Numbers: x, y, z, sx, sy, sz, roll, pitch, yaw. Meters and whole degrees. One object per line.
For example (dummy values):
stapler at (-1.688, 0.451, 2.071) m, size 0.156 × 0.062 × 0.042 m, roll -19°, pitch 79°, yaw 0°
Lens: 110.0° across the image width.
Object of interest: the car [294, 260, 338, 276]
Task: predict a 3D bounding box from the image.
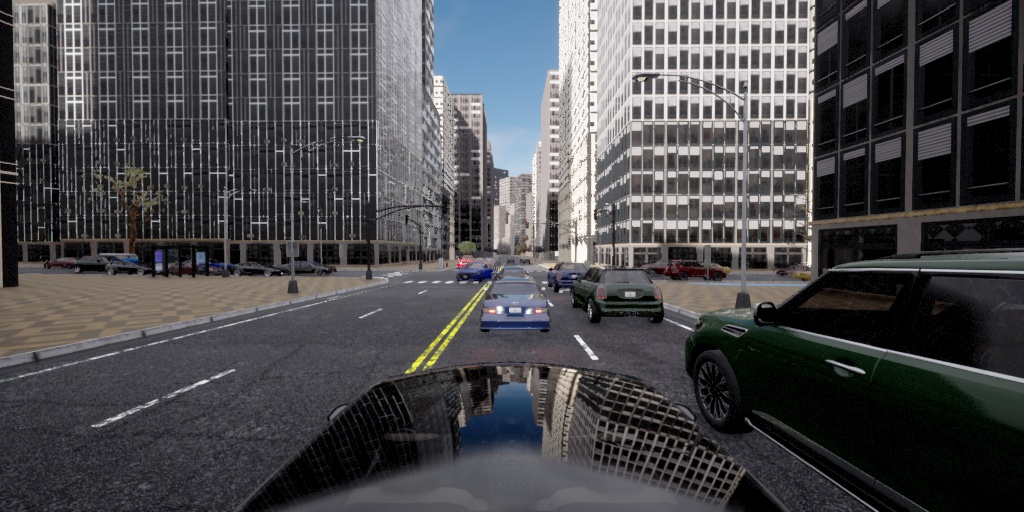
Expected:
car at (-19.989, 1.136, 34.856) m, size 5.357 × 1.411 × 2.033 m, roll 1°, pitch 1°, yaw 1°

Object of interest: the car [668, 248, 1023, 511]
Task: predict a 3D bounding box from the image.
car at (3.345, 0.971, 2.371) m, size 2.150 × 2.045 × 5.566 m, roll 0°, pitch 0°, yaw 0°

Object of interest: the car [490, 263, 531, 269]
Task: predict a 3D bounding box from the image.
car at (0.055, 1.304, 20.014) m, size 1.994 × 1.385 × 4.181 m, roll 0°, pitch 0°, yaw 0°

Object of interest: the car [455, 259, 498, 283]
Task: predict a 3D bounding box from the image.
car at (-2.819, 1.245, 27.825) m, size 1.882 × 1.535 × 5.008 m, roll -1°, pitch -1°, yaw 12°

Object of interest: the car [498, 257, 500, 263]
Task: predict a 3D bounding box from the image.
car at (-3.471, 1.231, 60.053) m, size 1.812 × 1.442 × 4.674 m, roll 0°, pitch 0°, yaw 0°

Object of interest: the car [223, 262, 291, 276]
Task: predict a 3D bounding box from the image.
car at (-22.804, 1.173, 32.199) m, size 4.313 × 1.339 × 1.948 m, roll 0°, pitch 0°, yaw 1°

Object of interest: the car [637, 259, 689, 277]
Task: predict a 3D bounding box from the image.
car at (15.752, 1.209, 37.563) m, size 4.553 × 1.767 × 2.097 m, roll 1°, pitch 1°, yaw 1°

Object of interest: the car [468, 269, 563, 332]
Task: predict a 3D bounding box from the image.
car at (0.080, 1.293, 10.771) m, size 2.033 × 1.411 × 5.357 m, roll 0°, pitch 0°, yaw 0°

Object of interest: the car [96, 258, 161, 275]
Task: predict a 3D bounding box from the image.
car at (-34.170, 1.069, 32.478) m, size 4.313 × 1.339 × 1.948 m, roll 0°, pitch 0°, yaw 1°

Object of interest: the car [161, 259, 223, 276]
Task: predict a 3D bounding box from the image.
car at (-28.489, 1.137, 32.318) m, size 4.207 × 1.307 × 1.802 m, roll 0°, pitch 0°, yaw 1°

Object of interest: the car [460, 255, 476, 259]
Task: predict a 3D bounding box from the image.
car at (-6.713, 0.935, 53.353) m, size 2.150 × 2.045 × 5.566 m, roll 0°, pitch 0°, yaw 0°

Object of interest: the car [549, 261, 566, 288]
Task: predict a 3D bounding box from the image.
car at (3.303, 1.092, 21.082) m, size 2.097 × 1.767 × 4.553 m, roll 0°, pitch 0°, yaw 0°

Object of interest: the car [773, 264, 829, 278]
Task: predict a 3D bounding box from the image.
car at (30.051, 1.547, 37.335) m, size 4.181 × 1.385 × 1.994 m, roll 1°, pitch 1°, yaw 1°

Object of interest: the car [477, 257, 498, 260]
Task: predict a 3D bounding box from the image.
car at (-3.432, 1.068, 51.209) m, size 2.097 × 1.767 × 4.553 m, roll 0°, pitch 0°, yaw -1°

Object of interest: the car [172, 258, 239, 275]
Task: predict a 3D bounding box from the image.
car at (-29.850, 0.977, 35.034) m, size 5.008 × 1.535 × 1.882 m, roll 1°, pitch 1°, yaw 1°

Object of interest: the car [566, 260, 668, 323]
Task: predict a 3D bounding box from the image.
car at (3.325, 1.097, 12.217) m, size 2.097 × 1.767 × 4.553 m, roll 0°, pitch 0°, yaw 0°

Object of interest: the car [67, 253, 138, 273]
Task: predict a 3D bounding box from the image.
car at (-39.881, 0.760, 35.219) m, size 4.553 × 1.767 × 2.097 m, roll 1°, pitch 1°, yaw 1°
